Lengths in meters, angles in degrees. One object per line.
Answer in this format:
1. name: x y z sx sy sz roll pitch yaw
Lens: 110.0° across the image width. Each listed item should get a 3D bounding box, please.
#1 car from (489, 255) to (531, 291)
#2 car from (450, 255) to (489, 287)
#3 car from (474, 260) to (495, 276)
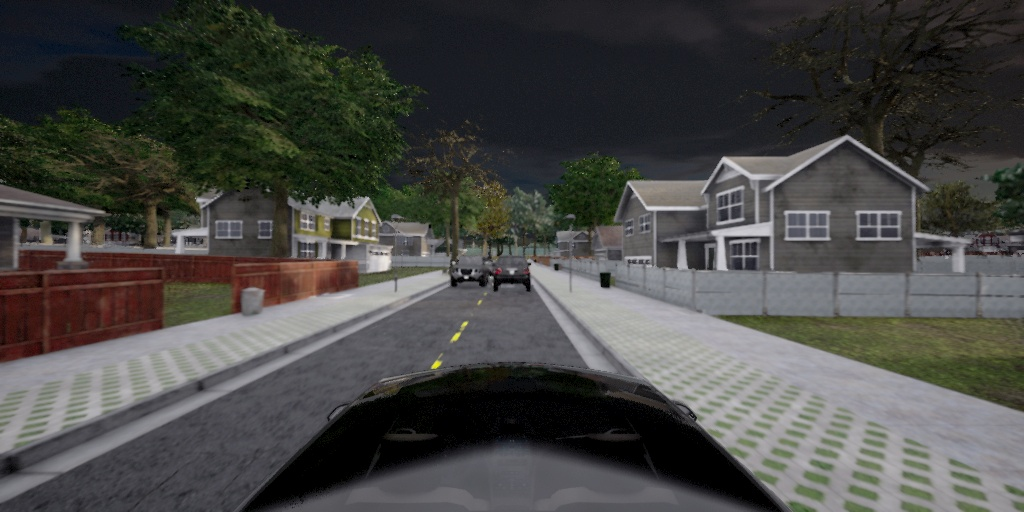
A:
1. car: 0.013 0.950 21.939 2.150 2.045 5.566 0 0 0
2. car: -2.757 0.949 24.446 2.150 2.045 5.566 0 0 0
3. car: -2.766 1.214 37.076 1.837 1.490 4.892 0 0 0
